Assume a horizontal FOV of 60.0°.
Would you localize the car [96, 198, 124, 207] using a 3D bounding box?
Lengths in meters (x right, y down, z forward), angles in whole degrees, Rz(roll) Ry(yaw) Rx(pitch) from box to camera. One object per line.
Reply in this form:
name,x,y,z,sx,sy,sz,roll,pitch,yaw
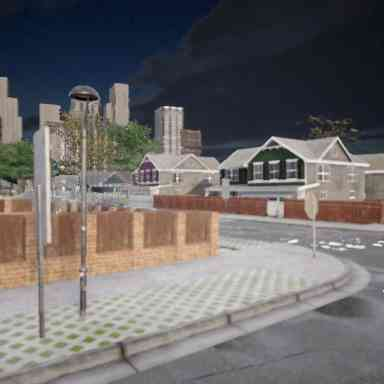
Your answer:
car,-9.306,1.309,37.402,1.994,1.385,4.181,-1,1,-37
